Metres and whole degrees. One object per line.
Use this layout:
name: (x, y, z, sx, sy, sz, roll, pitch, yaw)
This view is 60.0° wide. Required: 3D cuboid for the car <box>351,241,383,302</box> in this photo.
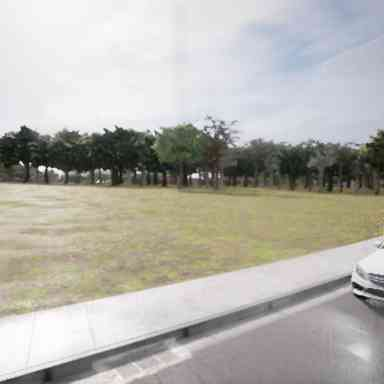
car: (5.356, 1.548, 7.471, 4.674, 1.442, 1.812, 0, 0, -41)
